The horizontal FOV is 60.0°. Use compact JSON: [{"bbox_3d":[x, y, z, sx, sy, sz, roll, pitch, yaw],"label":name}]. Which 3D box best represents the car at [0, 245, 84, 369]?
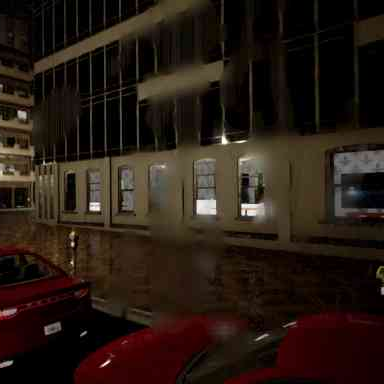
[{"bbox_3d":[-3.527,1.546,5.396,4.507,1.381,1.887,0,-1,35],"label":"car"}]

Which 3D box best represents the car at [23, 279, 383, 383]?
[{"bbox_3d":[1.047,1.545,2.137,4.507,1.381,1.887,0,-1,35],"label":"car"}]
